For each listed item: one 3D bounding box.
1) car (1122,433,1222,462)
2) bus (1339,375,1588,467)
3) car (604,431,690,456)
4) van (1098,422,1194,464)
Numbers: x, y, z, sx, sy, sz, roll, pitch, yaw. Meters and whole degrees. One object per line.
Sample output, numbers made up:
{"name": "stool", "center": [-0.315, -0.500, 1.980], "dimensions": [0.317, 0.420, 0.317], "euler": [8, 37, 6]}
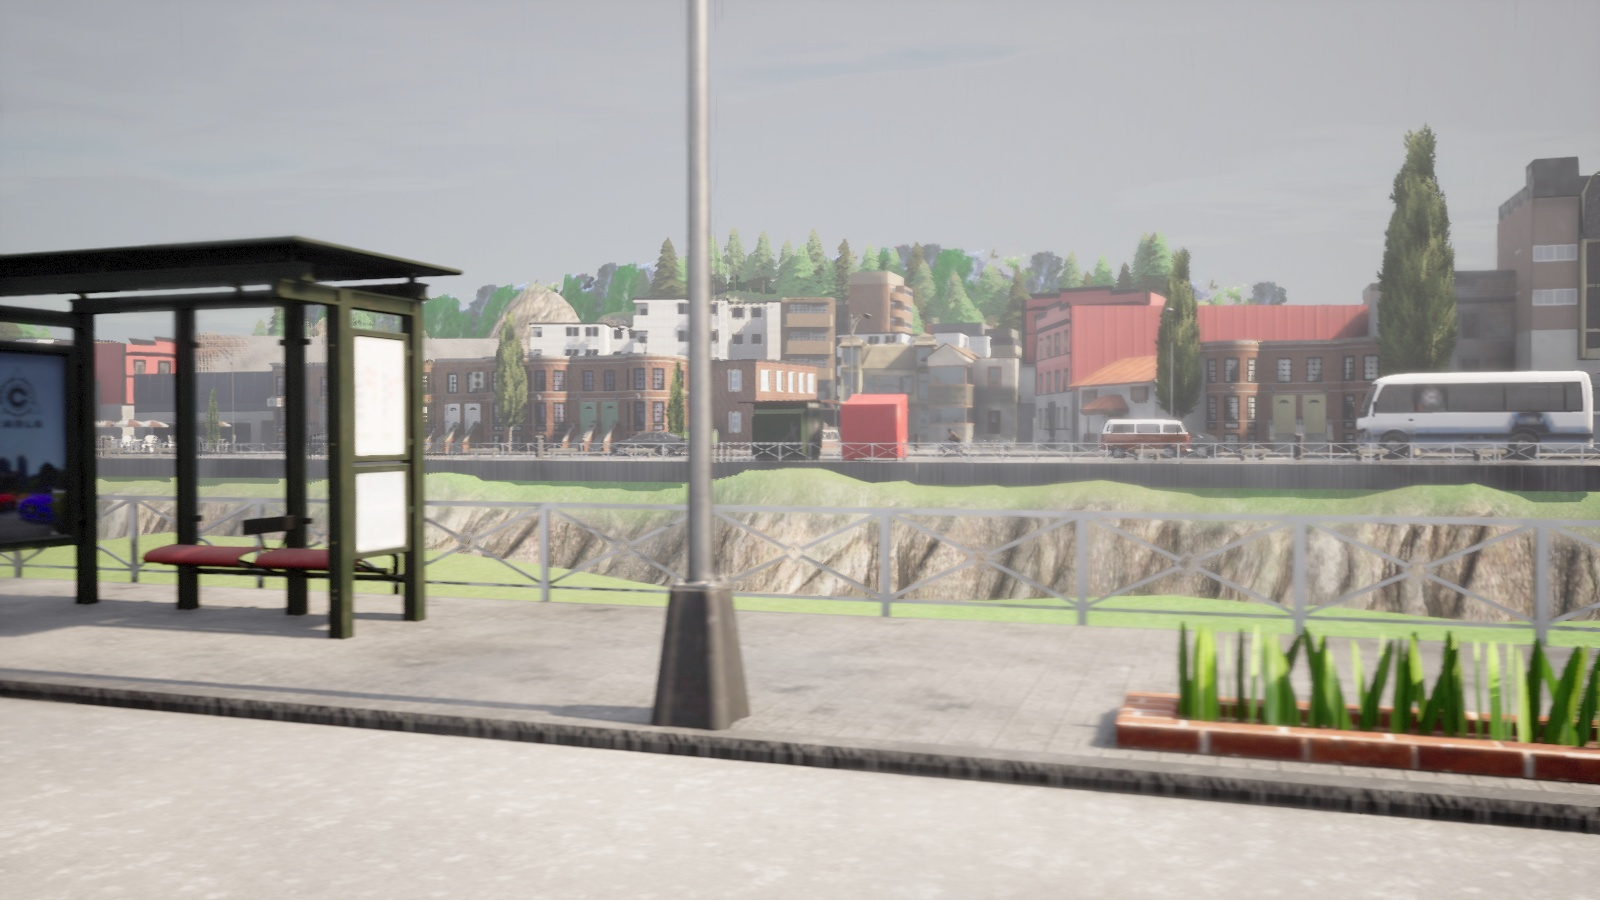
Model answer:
{"name": "car", "center": [19.635, -0.155, 66.311], "dimensions": [4.892, 1.490, 1.837], "euler": [1, 1, 22]}
{"name": "bus", "center": [32.283, -1.417, 61.775], "dimensions": [10.273, 4.253, 3.944], "euler": [1, 1, 18]}
{"name": "car", "center": [-9.277, -0.421, 76.103], "dimensions": [4.892, 1.490, 1.837], "euler": [1, 1, 19]}
{"name": "van", "center": [17.365, -0.392, 62.970], "dimensions": [4.480, 2.038, 2.069], "euler": [1, 1, 19]}
